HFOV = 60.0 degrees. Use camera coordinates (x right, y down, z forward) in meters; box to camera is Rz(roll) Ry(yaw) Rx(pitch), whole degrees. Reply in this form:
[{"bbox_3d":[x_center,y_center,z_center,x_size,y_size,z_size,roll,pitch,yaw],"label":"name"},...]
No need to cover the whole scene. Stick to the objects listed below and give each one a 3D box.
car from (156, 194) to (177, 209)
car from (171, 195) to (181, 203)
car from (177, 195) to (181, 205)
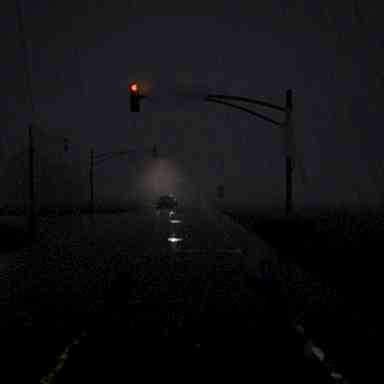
[{"bbox_3d":[-3.452,1.300,43.581,2.097,1.767,4.553,0,0,0],"label":"car"},{"bbox_3d":[-3.283,1.421,68.997,1.812,1.442,4.674,0,0,0],"label":"car"},{"bbox_3d":[-3.415,1.282,53.756,2.097,1.767,4.553,0,0,0],"label":"car"}]
